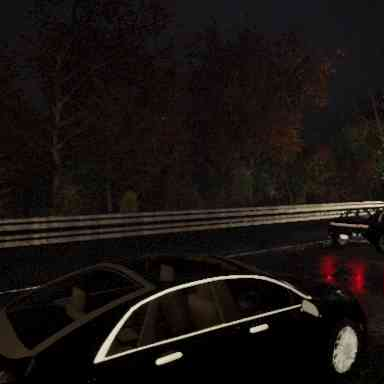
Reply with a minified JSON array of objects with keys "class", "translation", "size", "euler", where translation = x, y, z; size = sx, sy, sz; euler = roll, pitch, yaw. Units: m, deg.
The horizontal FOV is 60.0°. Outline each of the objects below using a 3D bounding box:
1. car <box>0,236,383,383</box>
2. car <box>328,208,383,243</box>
[{"class":"car","translation":[0.077,1.483,3.771],"size":[4.892,1.490,1.837],"euler":[-1,0,-36]},{"class":"car","translation":[7.446,1.387,13.382],"size":[4.902,1.511,2.128],"euler":[0,0,-36]}]
